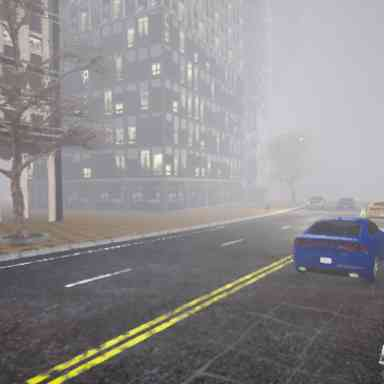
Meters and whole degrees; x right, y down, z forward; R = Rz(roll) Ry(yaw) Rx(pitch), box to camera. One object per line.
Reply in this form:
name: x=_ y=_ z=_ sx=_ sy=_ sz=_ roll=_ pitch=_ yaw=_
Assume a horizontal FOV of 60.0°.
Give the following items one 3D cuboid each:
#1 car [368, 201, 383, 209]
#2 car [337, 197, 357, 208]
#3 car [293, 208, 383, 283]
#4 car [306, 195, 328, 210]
car: x=14.510 y=1.399 z=25.267 sx=1.882 sy=1.535 sz=5.008 roll=0 pitch=0 yaw=31
car: x=17.834 y=1.370 z=38.320 sx=1.882 sy=1.535 sz=5.008 roll=0 pitch=0 yaw=28
car: x=4.558 y=1.450 z=9.845 sx=1.882 sy=1.535 sz=5.008 roll=0 pitch=0 yaw=35
car: x=15.015 y=1.249 z=39.947 sx=2.097 sy=1.767 sz=4.553 roll=0 pitch=0 yaw=27
